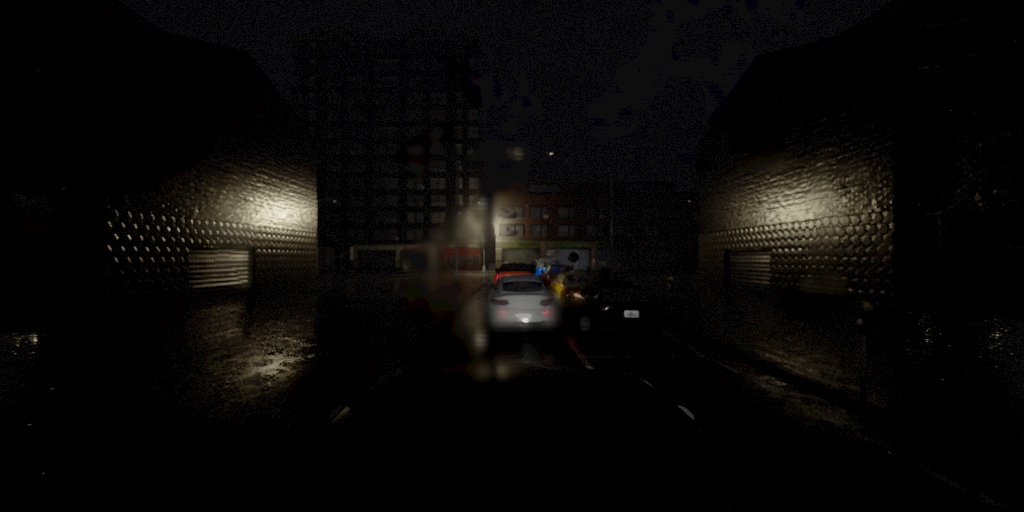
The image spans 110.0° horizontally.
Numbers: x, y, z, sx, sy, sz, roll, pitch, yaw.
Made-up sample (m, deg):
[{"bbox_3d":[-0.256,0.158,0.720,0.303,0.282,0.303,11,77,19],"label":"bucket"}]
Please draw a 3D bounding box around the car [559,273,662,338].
[{"bbox_3d":[2.640,1.317,9.999,1.948,1.339,4.313,0,0,0],"label":"car"}]

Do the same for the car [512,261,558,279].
[{"bbox_3d":[2.260,1.246,34.365,2.128,1.511,4.902,-1,0,36],"label":"car"}]

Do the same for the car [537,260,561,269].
[{"bbox_3d":[2.644,1.202,20.947,1.967,1.591,4.097,0,0,0],"label":"car"}]

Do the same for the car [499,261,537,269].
[{"bbox_3d":[0.093,1.113,20.166,2.097,1.767,4.553,0,0,0],"label":"car"}]

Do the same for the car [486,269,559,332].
[{"bbox_3d":[0.216,1.278,10.812,1.812,1.442,4.674,0,0,-3],"label":"car"}]

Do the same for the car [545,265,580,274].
[{"bbox_3d":[2.642,1.281,15.643,1.751,1.417,4.829,0,0,0],"label":"car"}]
